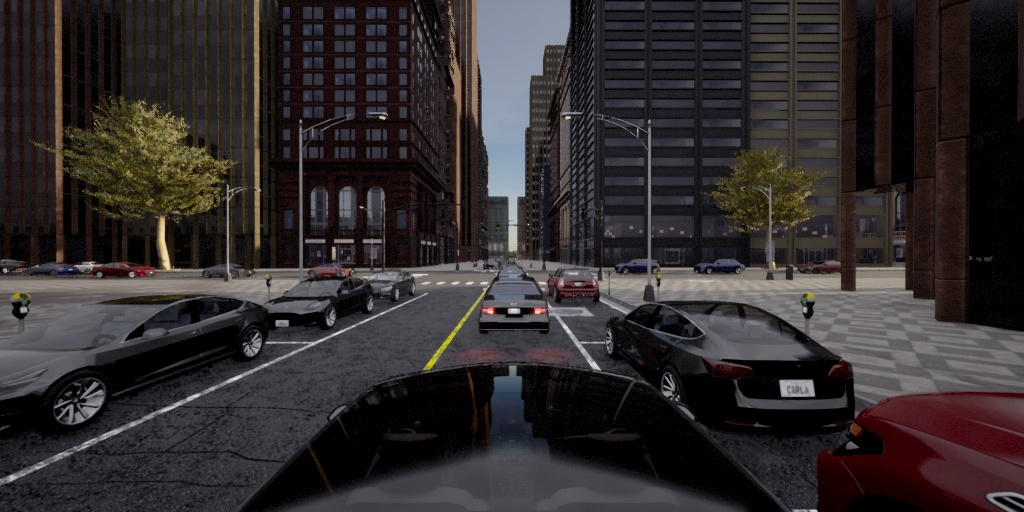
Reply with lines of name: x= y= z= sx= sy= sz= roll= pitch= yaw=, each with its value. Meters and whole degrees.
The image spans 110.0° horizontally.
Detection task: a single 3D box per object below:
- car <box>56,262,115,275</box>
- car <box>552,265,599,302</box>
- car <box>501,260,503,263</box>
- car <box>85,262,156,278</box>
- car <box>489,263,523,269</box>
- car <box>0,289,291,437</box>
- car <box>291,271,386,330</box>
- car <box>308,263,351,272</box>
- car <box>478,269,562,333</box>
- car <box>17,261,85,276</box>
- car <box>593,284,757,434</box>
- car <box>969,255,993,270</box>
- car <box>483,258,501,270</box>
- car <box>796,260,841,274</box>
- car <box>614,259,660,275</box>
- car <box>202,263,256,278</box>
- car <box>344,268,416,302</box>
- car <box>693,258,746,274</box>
car: x=-49.243 y=1.387 z=41.440 sx=4.674 sy=1.442 sz=1.812 roll=0 pitch=0 yaw=1
car: x=2.755 y=1.190 z=16.815 sx=1.967 sy=1.591 sz=4.097 roll=0 pitch=0 yaw=0
car: x=-3.103 y=1.342 z=63.087 sx=1.994 sy=1.385 sz=4.181 roll=0 pitch=0 yaw=0
car: x=-37.594 y=1.337 z=34.850 sx=5.008 sy=1.535 sz=1.882 roll=0 pitch=0 yaw=0
car: x=-0.010 y=1.298 z=20.722 sx=2.033 sy=1.411 sz=5.357 roll=0 pitch=0 yaw=0
car: x=-5.765 y=1.315 z=5.537 sx=1.948 sy=1.339 sz=4.313 roll=0 pitch=0 yaw=0
car: x=-5.768 y=1.316 z=11.173 sx=1.948 sy=1.339 sz=4.313 roll=0 pitch=0 yaw=0
car: x=-17.481 y=1.367 z=34.896 sx=4.181 sy=1.385 sz=1.994 roll=0 pitch=0 yaw=0
car: x=0.059 y=1.297 z=10.649 sx=2.033 sy=1.411 sz=5.357 roll=0 pitch=0 yaw=0
car: x=-49.132 y=1.438 z=38.257 sx=4.181 sy=1.385 sz=1.994 roll=-1 pitch=0 yaw=0
car: x=2.760 y=1.315 z=5.543 sx=1.948 sy=1.339 sz=4.313 roll=0 pitch=0 yaw=0
car: x=49.125 y=0.967 z=38.422 sx=5.566 sy=2.045 sz=2.150 roll=0 pitch=0 yaw=0
car: x=-3.080 y=1.121 z=53.126 sx=2.097 sy=1.767 sz=4.553 roll=0 pitch=0 yaw=0
car: x=33.422 y=1.193 z=38.471 sx=4.674 sy=1.442 sz=1.812 roll=0 pitch=0 yaw=0
car: x=13.330 y=1.062 z=38.425 sx=4.553 sy=1.767 sz=2.097 roll=0 pitch=0 yaw=0
car: x=-27.488 y=1.395 z=34.873 sx=4.181 sy=1.385 sz=1.994 roll=0 pitch=0 yaw=0
car: x=-5.771 y=1.301 z=16.810 sx=2.007 sy=1.370 sz=4.403 roll=0 pitch=0 yaw=0
car: x=22.045 y=1.043 z=38.448 sx=4.553 sy=1.767 sz=2.097 roll=0 pitch=0 yaw=0
